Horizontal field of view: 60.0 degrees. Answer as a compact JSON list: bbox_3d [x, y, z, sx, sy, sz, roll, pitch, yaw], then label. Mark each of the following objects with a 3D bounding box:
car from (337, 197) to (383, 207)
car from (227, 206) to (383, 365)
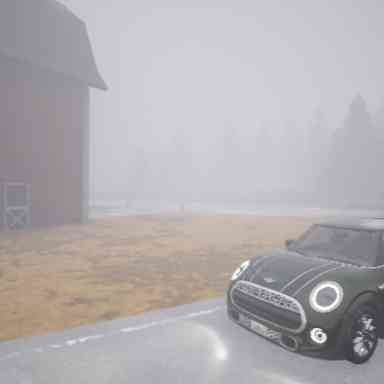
[{"bbox_3d":[18.657,1.297,36.761,4.902,1.511,2.128,1,1,37],"label":"car"},{"bbox_3d":[2.806,1.298,5.855,4.553,1.767,2.097,0,1,-33],"label":"car"}]
